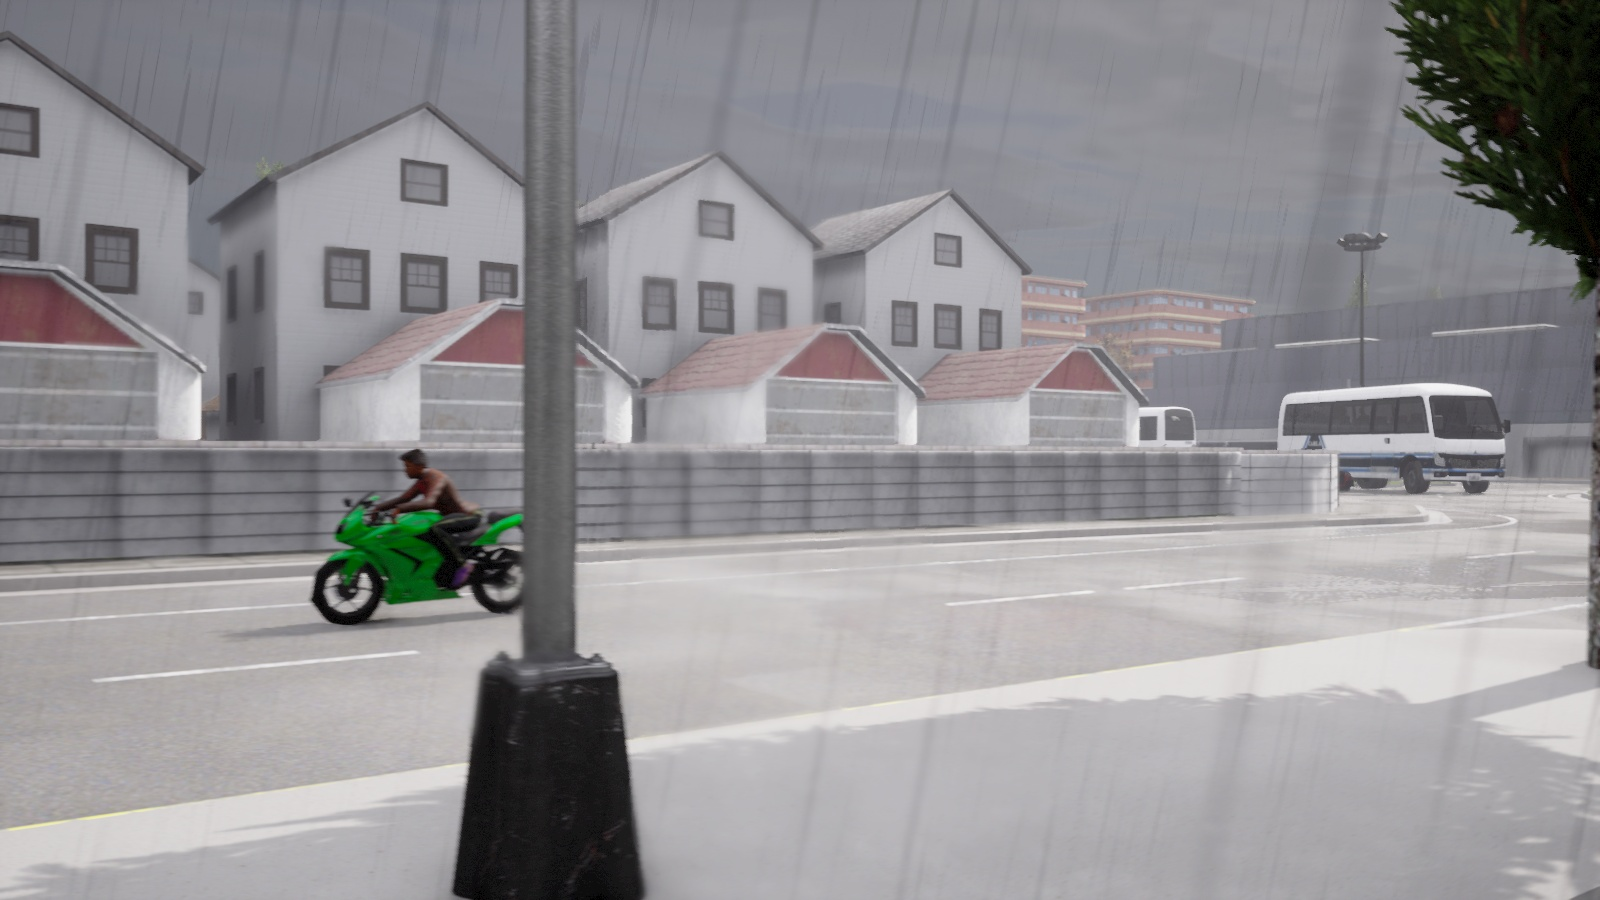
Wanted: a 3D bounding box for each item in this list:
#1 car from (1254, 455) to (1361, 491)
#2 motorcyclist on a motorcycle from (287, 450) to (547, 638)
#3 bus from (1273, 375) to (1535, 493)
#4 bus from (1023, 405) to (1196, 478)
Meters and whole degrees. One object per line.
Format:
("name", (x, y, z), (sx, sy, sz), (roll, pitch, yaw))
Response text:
("car", (20.251, 0.889, 50.319), (1.994, 1.385, 4.181), (0, 0, -11))
("motorcyclist on a motorcycle", (-3.351, 0.761, 11.073), (2.044, 1.523, 0.797), (0, 0, -35))
("bus", (23.833, -0.558, 50.568), (3.944, 4.253, 10.273), (0, 0, -13))
("bus", (18.976, -0.481, 77.882), (3.944, 4.253, 10.273), (0, 0, -36))
